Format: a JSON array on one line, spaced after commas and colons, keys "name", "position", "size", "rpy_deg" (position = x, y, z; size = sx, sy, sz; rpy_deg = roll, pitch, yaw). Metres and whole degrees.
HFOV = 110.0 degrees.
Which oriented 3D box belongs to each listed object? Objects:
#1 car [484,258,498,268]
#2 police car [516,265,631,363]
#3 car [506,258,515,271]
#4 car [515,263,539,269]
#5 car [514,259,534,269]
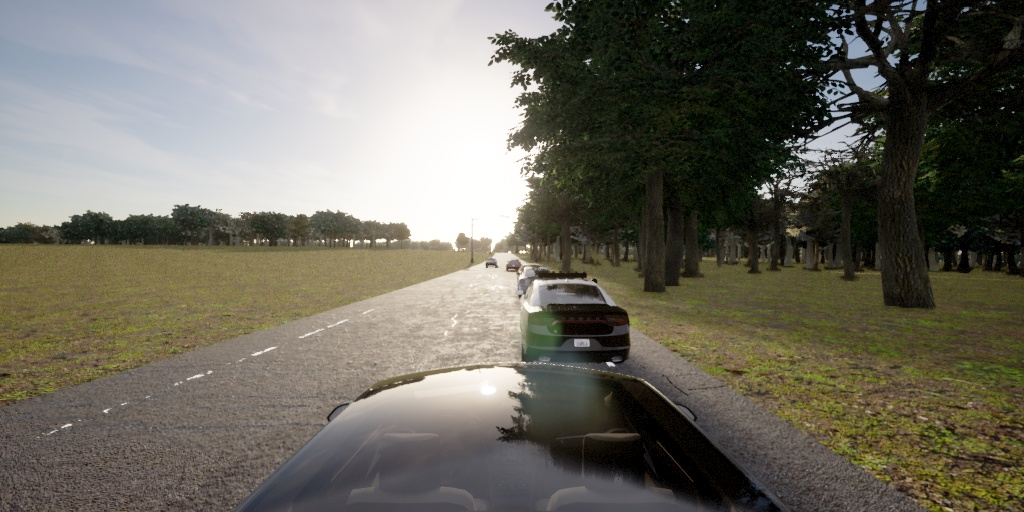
[{"name": "car", "position": [-3.277, 1.031, 56.924], "size": [1.837, 1.490, 4.892], "rpy_deg": [0, 0, 0]}, {"name": "police car", "position": [1.131, 1.168, 8.260], "size": [1.930, 1.638, 5.238], "rpy_deg": [0, 0, 1]}, {"name": "car", "position": [0.266, 1.147, 46.552], "size": [1.994, 1.385, 4.181], "rpy_deg": [0, 0, 2]}, {"name": "car", "position": [1.210, 1.245, 18.156], "size": [1.812, 1.442, 4.674], "rpy_deg": [0, 0, 0]}, {"name": "car", "position": [1.246, 1.153, 24.349], "size": [1.801, 1.575, 5.366], "rpy_deg": [0, 0, 0]}]
